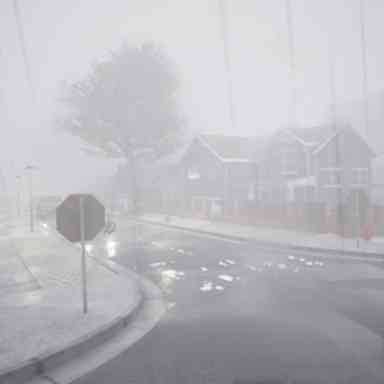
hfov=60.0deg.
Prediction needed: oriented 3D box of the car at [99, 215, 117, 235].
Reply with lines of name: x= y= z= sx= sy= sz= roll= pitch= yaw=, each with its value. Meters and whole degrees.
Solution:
car: x=-6.062 y=1.665 z=19.278 sx=2.033 sy=1.411 sz=5.357 roll=-2 pitch=1 yaw=-32

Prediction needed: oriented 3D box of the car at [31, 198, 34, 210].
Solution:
car: x=-21.148 y=1.524 z=45.910 sx=2.097 sy=1.767 sz=4.553 roll=-2 pitch=1 yaw=-28

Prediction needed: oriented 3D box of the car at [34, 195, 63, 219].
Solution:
car: x=-13.180 y=1.328 z=31.223 sx=2.150 sy=2.045 sz=5.566 roll=-2 pitch=2 yaw=-30
